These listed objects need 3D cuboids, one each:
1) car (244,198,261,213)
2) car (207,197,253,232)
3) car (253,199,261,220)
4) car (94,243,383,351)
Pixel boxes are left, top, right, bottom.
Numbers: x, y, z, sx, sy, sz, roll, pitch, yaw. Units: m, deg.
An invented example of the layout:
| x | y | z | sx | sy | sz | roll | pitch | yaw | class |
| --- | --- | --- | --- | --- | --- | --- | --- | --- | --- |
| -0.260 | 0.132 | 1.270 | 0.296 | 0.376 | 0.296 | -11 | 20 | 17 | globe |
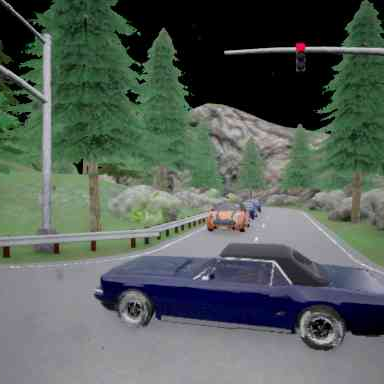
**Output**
| x | y | z | sx | sy | sz | roll | pitch | yaw | class |
| --- | --- | --- | --- | --- | --- | --- | --- | --- | --- |
| 7.061 | 1.536 | 39.035 | 1.882 | 1.535 | 5.008 | 0 | 0 | 9 | car |
| 2.326 | 1.383 | 20.314 | 2.097 | 1.767 | 4.553 | 0 | 0 | 15 | car |
| 4.675 | 1.522 | 29.143 | 1.882 | 1.535 | 5.008 | 0 | 0 | 15 | car |
| 0.752 | 1.603 | 5.899 | 4.718 | 1.301 | 1.895 | 0 | 0 | 15 | car |
